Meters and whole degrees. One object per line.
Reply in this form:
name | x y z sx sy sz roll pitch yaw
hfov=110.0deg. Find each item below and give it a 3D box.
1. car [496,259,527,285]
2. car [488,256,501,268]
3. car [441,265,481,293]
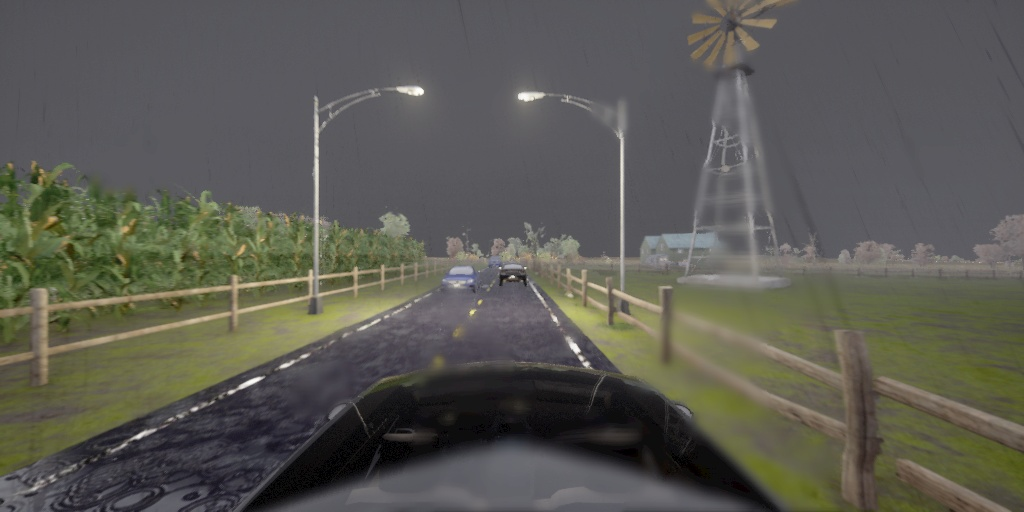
car | 0.062 1.232 26.160 1.882 1.535 5.008 0 0 0
car | -2.936 1.018 62.182 2.150 2.045 5.566 0 0 0
car | -2.861 1.278 20.936 1.812 1.442 4.674 0 0 0
